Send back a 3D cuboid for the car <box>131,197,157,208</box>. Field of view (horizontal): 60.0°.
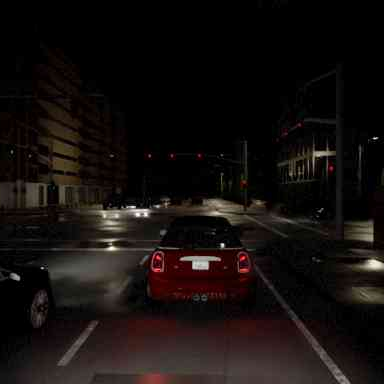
[{"bbox_3d":[-6.593,1.491,46.582,2.128,1.511,4.902,0,0,1],"label":"car"}]

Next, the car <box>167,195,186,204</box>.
[{"bbox_3d":[-2.634,1.491,56.988,2.128,1.511,4.902,0,0,2],"label":"car"}]

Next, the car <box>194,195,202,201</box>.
[{"bbox_3d":[1.573,1.524,83.918,2.128,1.511,4.902,0,0,2],"label":"car"}]

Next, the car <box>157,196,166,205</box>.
[{"bbox_3d":[-6.308,1.546,57.277,2.033,1.411,5.357,0,0,2],"label":"car"}]

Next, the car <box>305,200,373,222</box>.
[{"bbox_3d":[11.843,1.407,26.585,4.553,1.767,2.097,0,0,0],"label":"car"}]

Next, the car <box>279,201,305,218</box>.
[{"bbox_3d":[10.486,1.533,30.314,5.008,1.535,1.882,0,0,5],"label":"car"}]

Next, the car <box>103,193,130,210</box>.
[{"bbox_3d":[-10.149,1.221,44.159,2.150,2.045,5.566,0,0,1],"label":"car"}]

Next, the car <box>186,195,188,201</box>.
[{"bbox_3d":[-1.927,1.539,83.989,2.033,1.411,5.357,0,0,2],"label":"car"}]

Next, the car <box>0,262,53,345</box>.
[{"bbox_3d":[-3.394,1.491,3.933,2.128,1.511,4.902,0,0,1],"label":"car"}]

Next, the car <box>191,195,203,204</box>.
[{"bbox_3d":[0.911,1.477,58.504,1.882,1.535,5.008,0,0,2],"label":"car"}]

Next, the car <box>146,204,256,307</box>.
[{"bbox_3d":[0.223,1.352,8.161,2.097,1.767,4.553,0,0,2],"label":"car"}]

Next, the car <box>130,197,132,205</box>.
[{"bbox_3d":[-9.917,1.563,54.030,1.994,1.385,4.181,0,0,2],"label":"car"}]

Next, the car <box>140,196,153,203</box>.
[{"bbox_3d":[-9.392,1.600,68.692,1.895,1.301,4.718,0,0,2],"label":"car"}]
